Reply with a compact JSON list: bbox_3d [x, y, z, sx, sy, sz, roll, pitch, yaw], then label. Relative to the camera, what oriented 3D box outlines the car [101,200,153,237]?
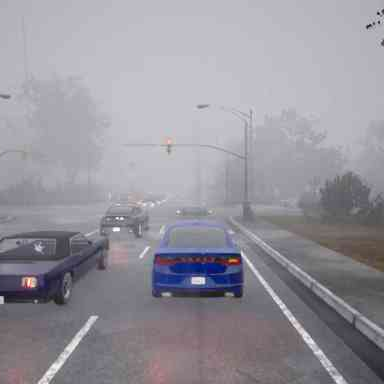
[{"bbox_3d":[-3.370,1.402,17.237,1.837,1.490,4.892,0,0,0],"label":"car"}]

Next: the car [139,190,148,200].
[{"bbox_3d":[-10.449,0.709,63.428,2.150,2.045,5.566,0,1,0],"label":"car"}]

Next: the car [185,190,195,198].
[{"bbox_3d":[-0.322,0.419,85.404,2.150,2.045,5.566,0,1,-4],"label":"car"}]

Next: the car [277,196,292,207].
[{"bbox_3d":[13.299,1.200,42.760,4.674,1.442,1.812,0,1,-3],"label":"car"}]

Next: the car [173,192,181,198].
[{"bbox_3d":[-3.839,0.741,85.603,2.033,1.411,5.357,0,1,-4],"label":"car"}]

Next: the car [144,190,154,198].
[{"bbox_3d":[-10.774,0.445,84.223,2.150,2.045,5.566,0,1,-3],"label":"car"}]

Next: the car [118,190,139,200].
[{"bbox_3d":[-10.524,0.930,53.845,2.097,1.767,4.553,0,0,1],"label":"car"}]

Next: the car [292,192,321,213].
[{"bbox_3d":[12.977,0.989,32.025,5.566,2.045,2.150,0,1,-3],"label":"car"}]

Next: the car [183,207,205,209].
[{"bbox_3d":[0.130,1.458,17.513,1.994,1.385,4.181,0,0,0],"label":"car"}]

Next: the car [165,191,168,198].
[{"bbox_3d":[-6.968,0.957,74.287,1.895,1.301,4.718,0,1,-1],"label":"car"}]

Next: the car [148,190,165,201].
[{"bbox_3d":[-6.951,0.956,64.262,1.882,1.535,5.008,0,1,0],"label":"car"}]

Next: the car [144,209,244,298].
[{"bbox_3d":[0.116,1.446,8.531,1.882,1.535,5.008,0,0,0],"label":"car"}]

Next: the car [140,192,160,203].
[{"bbox_3d":[-6.995,1.127,55.454,1.994,1.385,4.181,0,1,0],"label":"car"}]

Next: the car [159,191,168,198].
[{"bbox_3d":[-7.284,0.571,84.521,2.097,1.767,4.553,0,1,-3],"label":"car"}]

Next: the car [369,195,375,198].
[{"bbox_3d":[22.488,1.174,43.265,4.892,1.490,1.837,0,1,-3],"label":"car"}]

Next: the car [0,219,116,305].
[{"bbox_3d":[-3.385,1.573,7.986,1.895,1.301,4.718,0,0,0],"label":"car"}]
